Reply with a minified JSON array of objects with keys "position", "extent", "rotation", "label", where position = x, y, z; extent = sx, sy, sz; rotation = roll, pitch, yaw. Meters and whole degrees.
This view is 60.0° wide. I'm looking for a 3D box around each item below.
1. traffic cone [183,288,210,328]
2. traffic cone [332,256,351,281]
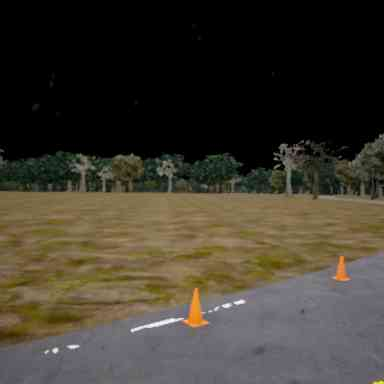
[{"position":[0.071,1.928,5.658],"extent":[0.340,0.580,0.340],"rotation":[1,0,-37],"label":"traffic cone"},{"position":[3.896,1.962,8.654],"extent":[0.340,0.580,0.340],"rotation":[1,0,-40],"label":"traffic cone"}]
